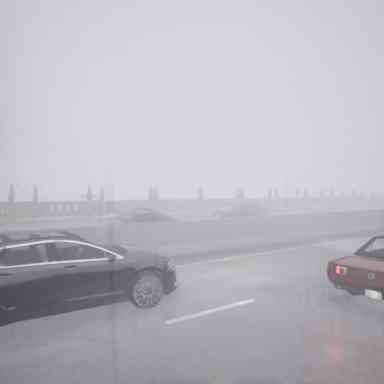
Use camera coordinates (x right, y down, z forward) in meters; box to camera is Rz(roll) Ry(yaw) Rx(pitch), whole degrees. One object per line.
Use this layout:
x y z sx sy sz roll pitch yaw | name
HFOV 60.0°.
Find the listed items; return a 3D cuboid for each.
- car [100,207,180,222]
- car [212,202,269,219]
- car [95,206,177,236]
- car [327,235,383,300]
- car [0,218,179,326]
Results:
-2.486 1.564 15.111 4.181 1.385 1.994 0 0 -35 | car
4.260 1.548 28.497 5.357 1.411 2.033 0 0 -35 | car
-3.132 1.564 18.947 4.181 1.385 1.994 0 0 -35 | car
5.161 1.601 7.426 4.718 1.301 1.895 0 0 -35 | car
-2.552 1.492 6.224 4.902 1.511 2.128 0 0 -35 | car
